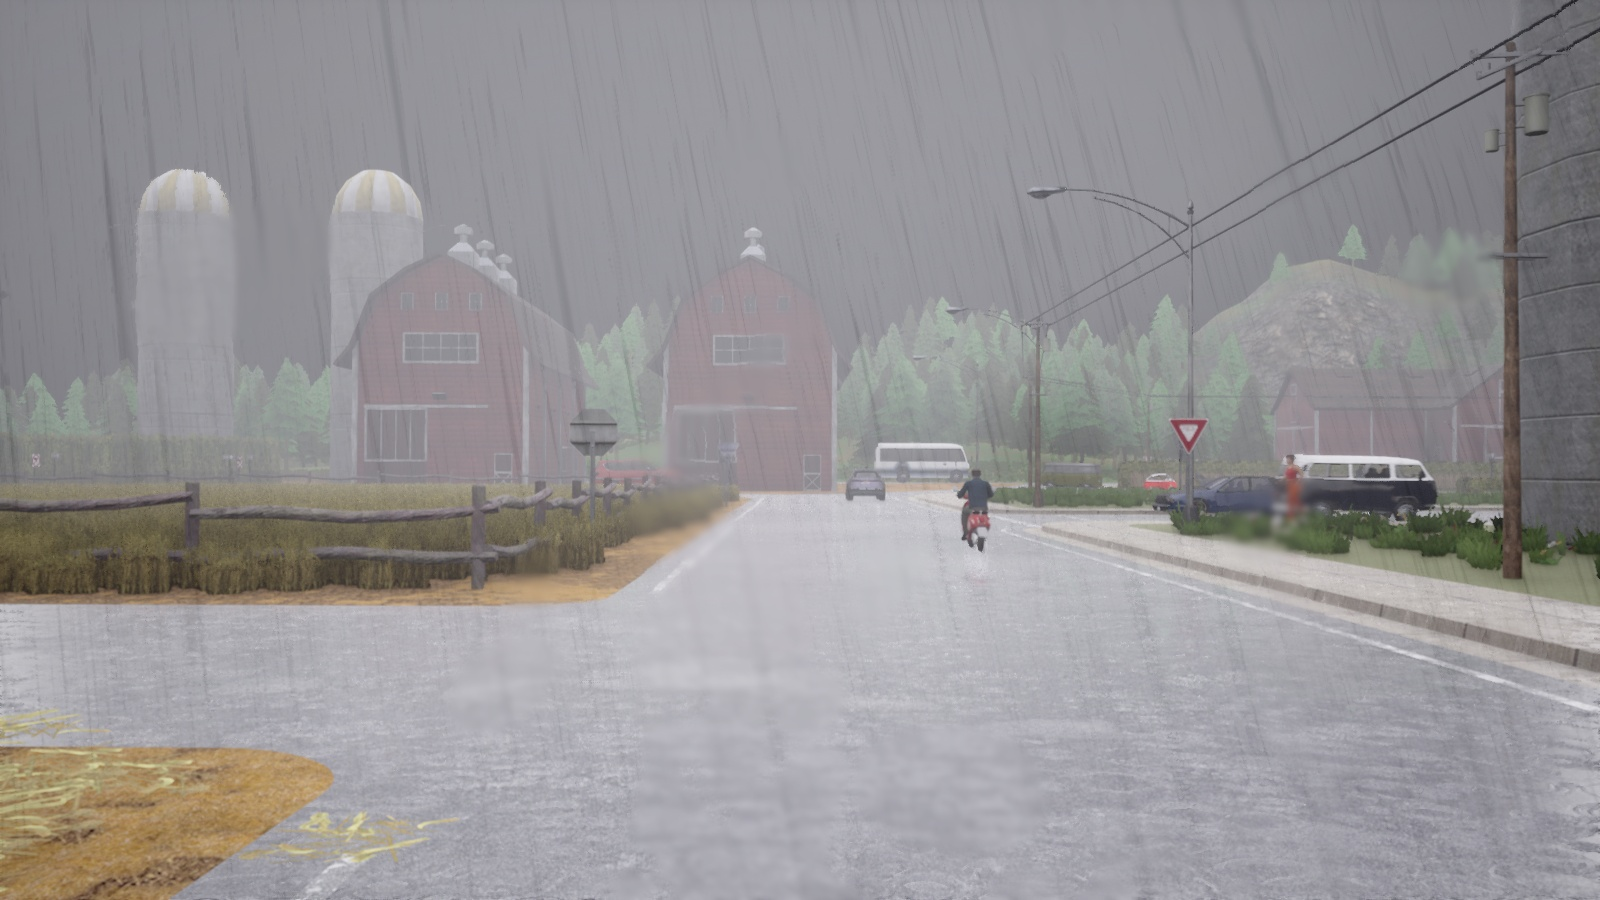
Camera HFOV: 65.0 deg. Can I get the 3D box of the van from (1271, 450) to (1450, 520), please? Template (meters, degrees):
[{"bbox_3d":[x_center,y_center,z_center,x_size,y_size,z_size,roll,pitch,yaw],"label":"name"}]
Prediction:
[{"bbox_3d":[16.888,1.037,38.025,4.480,2.038,2.069,0,-1,-1],"label":"van"}]

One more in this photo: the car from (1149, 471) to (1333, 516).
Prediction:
[{"bbox_3d":[14.501,1.423,41.481,5.357,1.411,2.033,0,-1,-1],"label":"car"}]

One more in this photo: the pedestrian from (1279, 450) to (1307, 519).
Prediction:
[{"bbox_3d":[13.272,0.921,33.816,0.594,1.836,0.345,0,-1,-4],"label":"pedestrian"}]

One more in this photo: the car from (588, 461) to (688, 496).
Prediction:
[{"bbox_3d":[-9.491,1.677,73.964,5.566,2.045,2.150,0,-1,0],"label":"car"}]

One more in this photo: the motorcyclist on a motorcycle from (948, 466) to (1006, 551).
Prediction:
[{"bbox_3d":[3.437,1.119,24.554,0.866,1.590,1.817,0,-1,0],"label":"motorcyclist on a motorcycle"}]

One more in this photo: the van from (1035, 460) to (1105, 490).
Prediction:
[{"bbox_3d":[18.852,1.719,87.837,4.442,1.987,1.775,0,0,30],"label":"van"}]

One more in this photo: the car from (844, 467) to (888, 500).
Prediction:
[{"bbox_3d":[3.349,1.693,64.385,2.033,1.649,4.856,0,-1,1],"label":"car"}]

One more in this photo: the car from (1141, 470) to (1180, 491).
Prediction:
[{"bbox_3d":[23.558,2.001,82.064,2.207,1.376,1.481,-1,-1,7],"label":"car"}]
